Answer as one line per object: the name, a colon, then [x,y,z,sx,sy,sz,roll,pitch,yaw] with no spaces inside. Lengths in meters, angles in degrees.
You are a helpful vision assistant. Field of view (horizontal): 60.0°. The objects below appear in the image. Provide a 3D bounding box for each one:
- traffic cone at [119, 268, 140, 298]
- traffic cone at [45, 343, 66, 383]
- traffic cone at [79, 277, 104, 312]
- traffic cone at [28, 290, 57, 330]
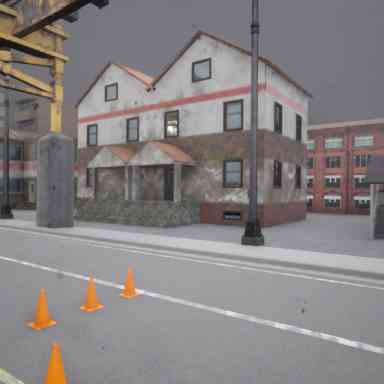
traffic cone: [-1.358,1.949,7.239,0.340,0.580,0.340,0,0,36]
traffic cone: [-1.492,1.952,3.636,0.340,0.580,0.340,0,0,36]
traffic cone: [-1.943,1.949,6.428,0.340,0.580,0.340,0,0,36]
traffic cone: [-2.528,1.949,5.617,0.340,0.580,0.340,0,0,36]
